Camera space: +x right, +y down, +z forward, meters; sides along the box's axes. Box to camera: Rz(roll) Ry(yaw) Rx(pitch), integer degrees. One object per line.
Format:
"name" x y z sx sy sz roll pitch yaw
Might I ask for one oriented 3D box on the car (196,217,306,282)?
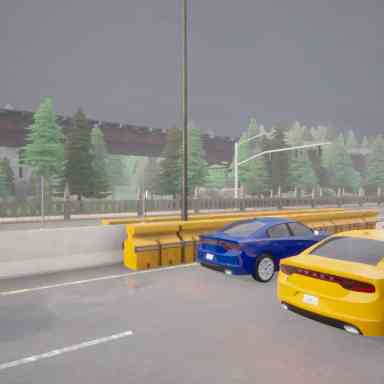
"car" 2.455 1.478 9.805 5.008 1.535 1.882 0 0 -36

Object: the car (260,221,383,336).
"car" 3.816 1.478 6.476 5.008 1.535 1.882 0 0 -35
